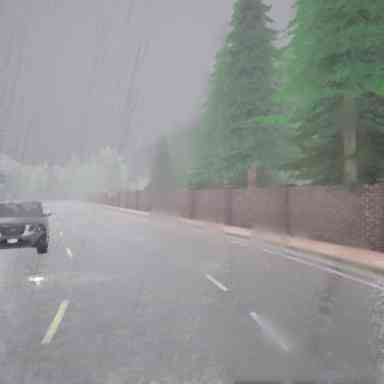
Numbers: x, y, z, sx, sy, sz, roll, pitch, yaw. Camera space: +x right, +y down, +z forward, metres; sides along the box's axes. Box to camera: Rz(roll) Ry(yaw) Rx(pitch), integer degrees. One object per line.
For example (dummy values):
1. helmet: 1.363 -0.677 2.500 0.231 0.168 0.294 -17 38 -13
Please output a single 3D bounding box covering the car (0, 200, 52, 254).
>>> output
1. car: -7.181 1.360 13.945 2.150 2.045 5.566 -1 -1 -22
